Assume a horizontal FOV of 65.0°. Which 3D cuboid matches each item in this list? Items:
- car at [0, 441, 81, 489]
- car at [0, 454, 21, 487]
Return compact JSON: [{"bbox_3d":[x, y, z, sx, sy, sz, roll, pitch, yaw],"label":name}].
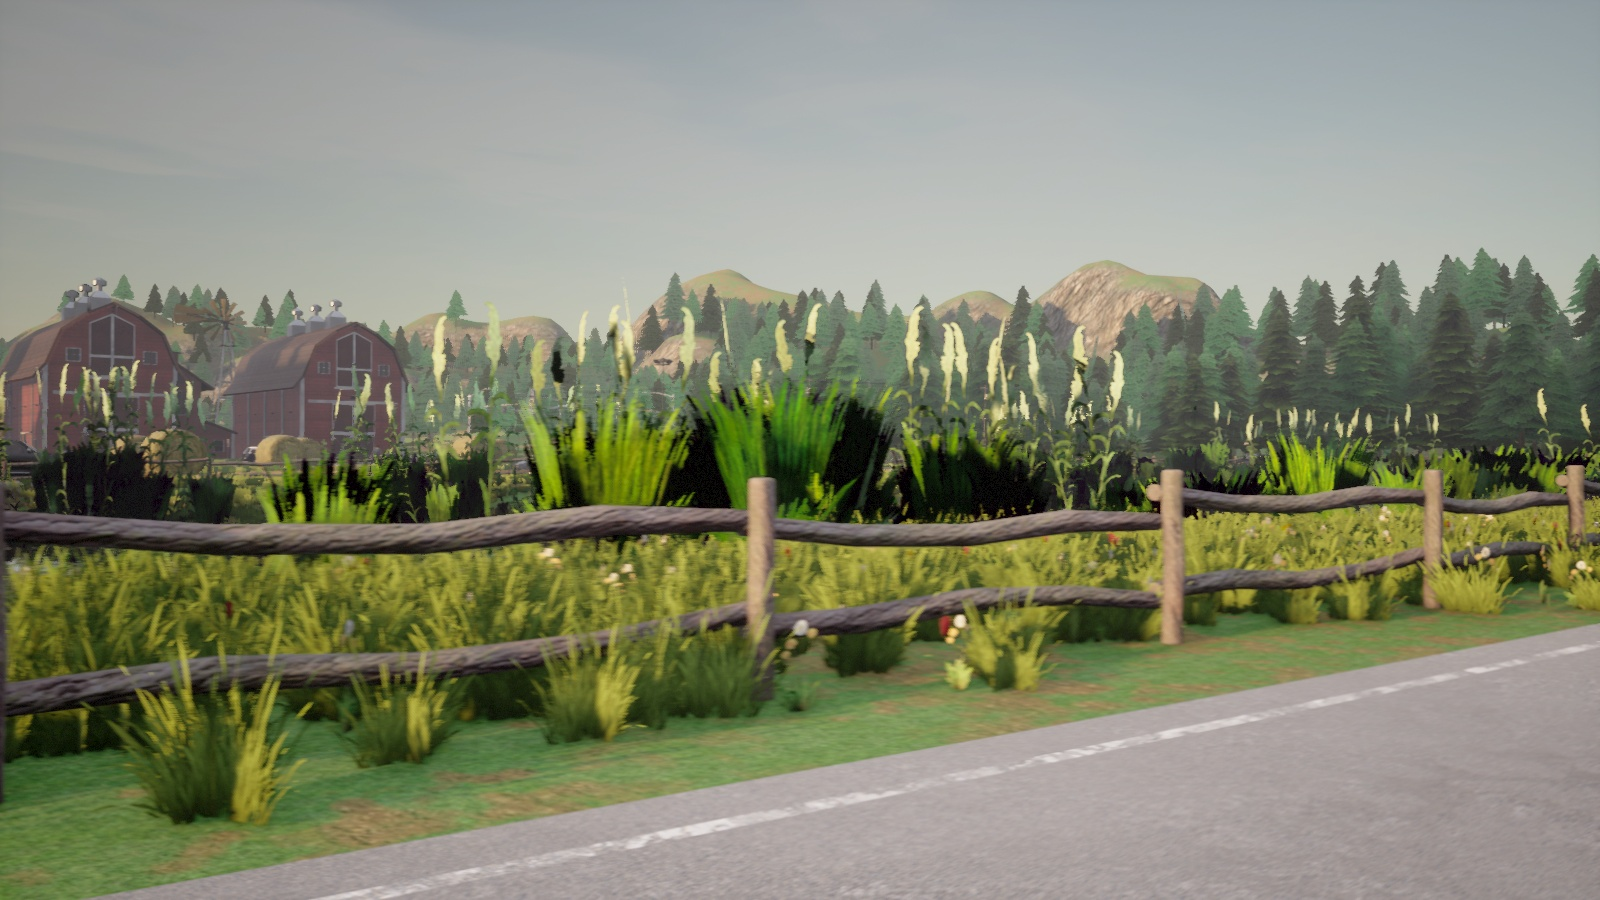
[{"bbox_3d":[-34.468,0.640,54.338,5.566,2.045,2.150,0,0,-38],"label":"car"},{"bbox_3d":[-37.826,0.938,56.167,4.892,1.490,1.837,0,0,-38],"label":"car"}]
